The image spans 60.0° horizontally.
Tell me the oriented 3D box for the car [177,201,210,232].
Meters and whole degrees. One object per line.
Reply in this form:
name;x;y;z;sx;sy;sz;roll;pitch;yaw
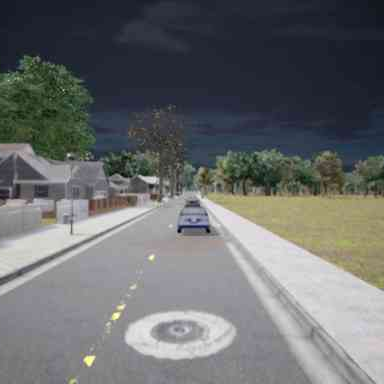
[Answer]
car;0.098;1.513;19.805;2.033;1.411;5.357;0;0;0

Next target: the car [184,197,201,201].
car;0.096;1.426;42.107;1.837;1.490;4.892;0;0;0
